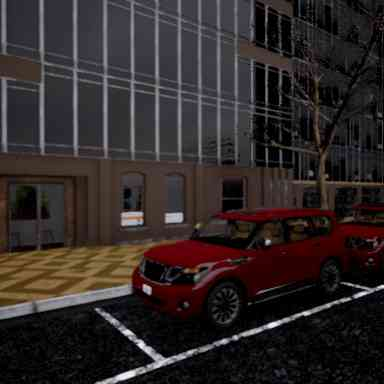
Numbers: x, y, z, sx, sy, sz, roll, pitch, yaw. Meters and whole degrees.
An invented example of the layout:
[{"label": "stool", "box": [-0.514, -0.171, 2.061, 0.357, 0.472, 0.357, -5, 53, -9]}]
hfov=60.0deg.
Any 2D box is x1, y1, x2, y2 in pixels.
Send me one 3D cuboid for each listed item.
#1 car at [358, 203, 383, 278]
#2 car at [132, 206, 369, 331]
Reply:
[{"label": "car", "box": [5.826, 1.301, 10.254, 5.009, 1.841, 2.192, 0, 0, -35]}, {"label": "car", "box": [1.300, 1.308, 7.027, 5.009, 1.841, 2.192, 0, 0, -35]}]
